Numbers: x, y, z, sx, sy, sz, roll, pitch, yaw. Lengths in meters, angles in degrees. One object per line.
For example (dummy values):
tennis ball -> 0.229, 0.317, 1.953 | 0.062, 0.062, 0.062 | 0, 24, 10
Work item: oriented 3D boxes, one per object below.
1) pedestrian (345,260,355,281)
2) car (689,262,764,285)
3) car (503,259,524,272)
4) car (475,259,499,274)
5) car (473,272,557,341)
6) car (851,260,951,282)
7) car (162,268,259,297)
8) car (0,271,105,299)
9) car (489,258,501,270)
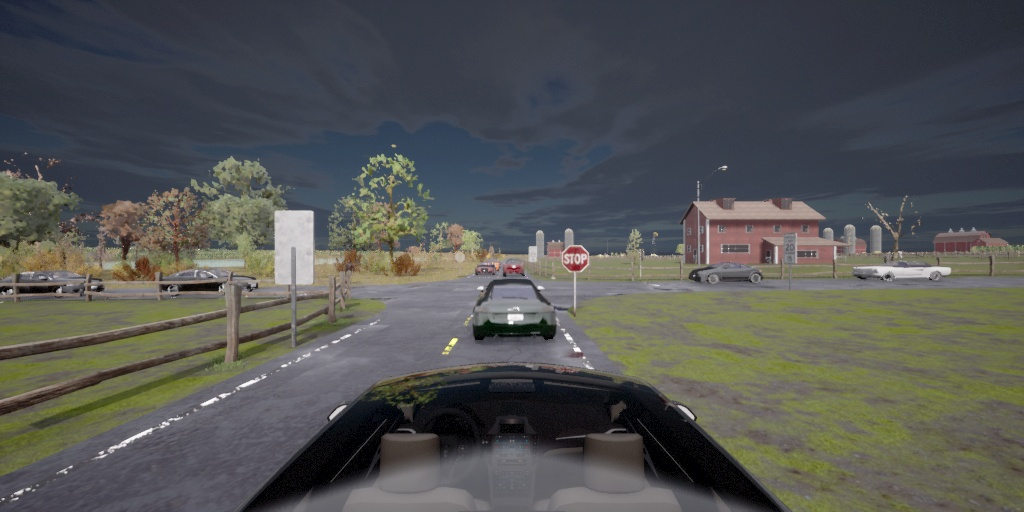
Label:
pedestrian -> -12.112, 1.167, 26.693 | 0.375, 1.860, 0.375 | 0, 1, 1
car -> 13.897, 1.086, 23.416 | 4.181, 1.385, 1.994 | -1, 0, 1
car -> 0.154, 1.105, 37.372 | 2.097, 1.767, 4.553 | 0, 0, -1
car -> -2.772, 1.318, 38.348 | 1.994, 1.385, 4.181 | 0, 0, 1
car -> -0.019, 1.314, 9.888 | 1.994, 1.385, 4.181 | 0, 0, -3
car -> 25.114, 0.958, 23.311 | 4.718, 1.301, 1.895 | -1, 0, 1
car -> -17.427, 1.478, 20.791 | 4.902, 1.511, 2.128 | -1, 0, 1
car -> -26.835, 1.608, 20.966 | 4.902, 1.511, 2.128 | -1, 0, 2
car -> -2.752, 1.107, 48.103 | 2.097, 1.767, 4.553 | 0, 0, 0
